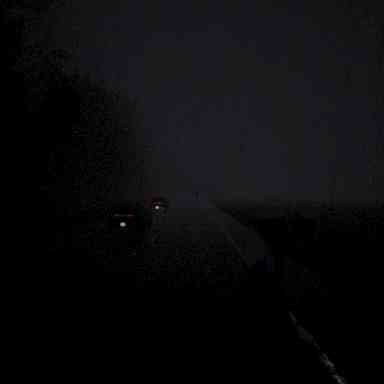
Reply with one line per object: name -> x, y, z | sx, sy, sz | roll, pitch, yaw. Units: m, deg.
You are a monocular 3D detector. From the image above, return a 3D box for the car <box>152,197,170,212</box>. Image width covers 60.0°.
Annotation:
car -> -3.379, 1.253, 34.788 | 1.837, 1.490, 4.892 | 0, 0, 0

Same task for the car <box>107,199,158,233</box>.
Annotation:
car -> -3.387, 1.356, 18.731 | 2.128, 1.511, 4.902 | 0, 0, 0

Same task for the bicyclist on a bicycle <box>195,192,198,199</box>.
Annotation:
bicyclist on a bicycle -> 1.007, 0.879, 68.203 | 0.659, 1.776, 1.843 | 0, 1, 0

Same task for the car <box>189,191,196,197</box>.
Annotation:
car -> 0.063, 0.541, 95.309 | 2.097, 1.767, 4.553 | 0, 0, 0

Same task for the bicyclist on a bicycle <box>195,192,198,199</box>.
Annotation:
bicyclist on a bicycle -> 1.015, 0.897, 77.247 | 0.582, 1.620, 1.656 | 0, 0, 0
